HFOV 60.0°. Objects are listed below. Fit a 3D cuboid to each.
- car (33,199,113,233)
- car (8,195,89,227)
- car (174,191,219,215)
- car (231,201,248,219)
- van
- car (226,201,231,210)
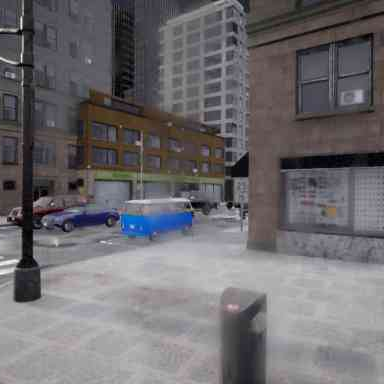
[{"bbox_3d":[-6.177,1.351,18.926,1.812,1.442,4.674,0,1,35],"label":"car"},{"bbox_3d":[-8.399,1.123,20.372,2.192,1.841,5.009,1,1,35],"label":"car"},{"bbox_3d":[-0.405,0.924,27.082,2.150,2.045,5.566,0,1,35],"label":"car"},{"bbox_3d":[5.036,1.280,24.614,2.008,1.369,4.403,1,1,35],"label":"car"},{"bbox_3d":[-1.439,1.208,15.451,1.690,1.788,3.998,1,1,35],"label":"van"},{"bbox_3d":[5.458,1.178,35.369,1.895,1.301,4.718,1,1,36],"label":"car"}]
